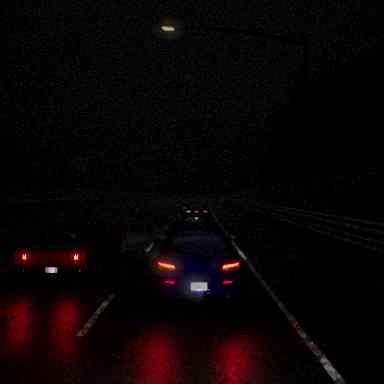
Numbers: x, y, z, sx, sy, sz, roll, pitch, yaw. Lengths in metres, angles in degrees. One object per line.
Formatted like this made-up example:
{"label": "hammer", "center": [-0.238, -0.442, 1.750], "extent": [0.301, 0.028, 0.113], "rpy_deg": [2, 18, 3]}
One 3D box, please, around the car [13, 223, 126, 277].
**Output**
{"label": "car", "center": [-3.359, 1.597, 10.249], "extent": [1.895, 1.301, 4.718], "rpy_deg": [0, 0, 1]}

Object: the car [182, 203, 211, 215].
{"label": "car", "center": [0.333, 1.502, 24.031], "extent": [2.128, 1.511, 4.902], "rpy_deg": [0, 0, 1]}

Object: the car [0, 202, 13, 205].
{"label": "car", "center": [-17.251, 1.616, 29.816], "extent": [1.895, 1.301, 4.718], "rpy_deg": [0, 0, 1]}

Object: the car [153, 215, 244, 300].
{"label": "car", "center": [0.132, 1.523, 8.227], "extent": [1.812, 1.442, 4.674], "rpy_deg": [0, 0, 0]}
